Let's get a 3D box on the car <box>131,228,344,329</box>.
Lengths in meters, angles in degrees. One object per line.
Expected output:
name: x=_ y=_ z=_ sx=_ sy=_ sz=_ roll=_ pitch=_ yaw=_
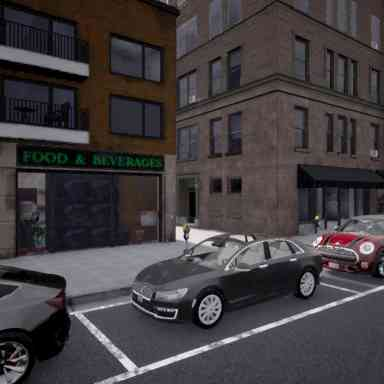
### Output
car: x=0.910 y=1.551 z=6.836 sx=4.403 sy=1.369 sz=2.008 roll=0 pitch=0 yaw=-35

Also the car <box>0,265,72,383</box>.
car: x=-3.585 y=1.566 z=3.635 sx=4.313 sy=1.339 sz=1.947 roll=0 pitch=0 yaw=-35

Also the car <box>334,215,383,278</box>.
car: x=5.406 y=1.442 z=10.037 sx=4.097 sy=1.590 sz=1.967 roll=0 pitch=0 yaw=-35
